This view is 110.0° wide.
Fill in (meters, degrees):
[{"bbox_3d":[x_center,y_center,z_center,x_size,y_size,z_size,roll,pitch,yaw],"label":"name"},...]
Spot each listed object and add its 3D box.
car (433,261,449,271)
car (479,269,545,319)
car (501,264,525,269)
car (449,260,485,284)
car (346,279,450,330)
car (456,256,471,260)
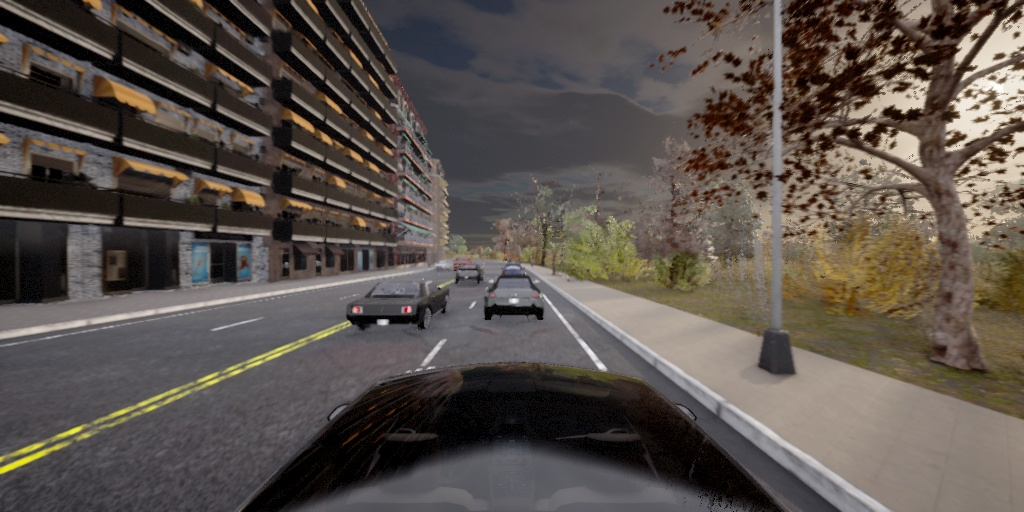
[{"bbox_3d":[-9.970,1.383,51.245,1.812,1.442,4.674,0,0,-1],"label":"car"},{"bbox_3d":[0.073,1.336,12.917,1.994,1.385,4.181,0,0,0],"label":"car"},{"bbox_3d":[0.081,1.332,28.576,1.812,1.442,4.674,0,0,0],"label":"car"},{"bbox_3d":[-3.176,1.295,27.568,2.128,1.511,4.902,0,0,0],"label":"car"},{"bbox_3d":[-3.188,1.368,11.137,1.895,1.301,4.718,0,0,0],"label":"car"},{"bbox_3d":[-6.693,1.075,49.196,2.150,2.045,5.566,0,0,-1],"label":"car"}]
